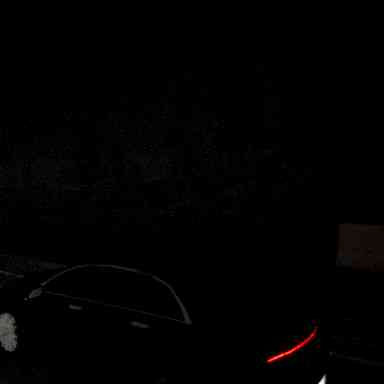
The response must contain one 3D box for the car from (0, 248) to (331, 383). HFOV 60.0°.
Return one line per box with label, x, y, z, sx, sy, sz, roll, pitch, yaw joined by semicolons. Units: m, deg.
car;-0.788;1.526;4.458;4.892;1.490;1.837;0;0;34
